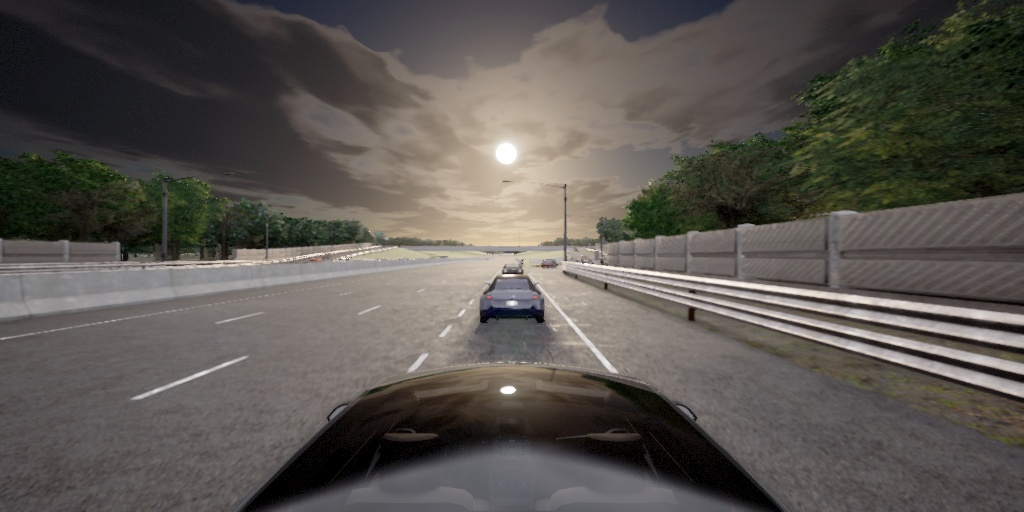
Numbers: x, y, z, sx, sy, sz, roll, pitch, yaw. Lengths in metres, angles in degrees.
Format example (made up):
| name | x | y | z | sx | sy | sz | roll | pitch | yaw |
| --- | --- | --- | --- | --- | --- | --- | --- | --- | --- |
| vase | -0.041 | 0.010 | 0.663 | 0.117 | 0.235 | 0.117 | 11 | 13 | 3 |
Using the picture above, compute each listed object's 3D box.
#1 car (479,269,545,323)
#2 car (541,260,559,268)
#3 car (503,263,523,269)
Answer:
| name | x | y | z | sx | sy | sz | roll | pitch | yaw |
| --- | --- | --- | --- | --- | --- | --- | --- | --- | --- |
| car | 0.004 | 1.309 | 12.138 | 1.994 | 1.385 | 4.181 | 0 | 0 | 0 |
| car | 6.521 | 1.304 | 61.255 | 1.994 | 1.385 | 4.181 | 0 | 0 | 25 |
| car | 0.072 | 1.327 | 32.624 | 1.895 | 1.301 | 4.718 | 0 | 0 | 0 |
